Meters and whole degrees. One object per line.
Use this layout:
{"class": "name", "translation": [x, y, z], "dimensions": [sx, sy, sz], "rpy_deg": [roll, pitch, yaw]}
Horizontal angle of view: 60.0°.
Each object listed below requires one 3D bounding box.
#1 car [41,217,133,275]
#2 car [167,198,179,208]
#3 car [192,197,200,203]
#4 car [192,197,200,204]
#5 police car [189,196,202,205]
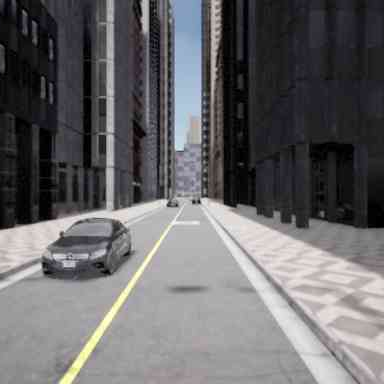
{"class": "car", "translation": [-3.102, 1.578, 10.728], "dimensions": [1.812, 1.442, 4.674], "rpy_deg": [0, 0, 0]}
{"class": "car", "translation": [-3.064, 1.750, 54.272], "dimensions": [1.882, 1.535, 5.008], "rpy_deg": [0, 0, 0]}
{"class": "car", "translation": [0.880, 1.941, 82.082], "dimensions": [1.837, 1.490, 4.892], "rpy_deg": [0, 0, 0]}
{"class": "car", "translation": [0.883, 1.923, 76.082], "dimensions": [1.812, 1.442, 4.674], "rpy_deg": [0, 0, 0]}
{"class": "police car", "translation": [0.885, 1.763, 66.192], "dimensions": [1.930, 1.638, 5.238], "rpy_deg": [0, 0, 0]}
